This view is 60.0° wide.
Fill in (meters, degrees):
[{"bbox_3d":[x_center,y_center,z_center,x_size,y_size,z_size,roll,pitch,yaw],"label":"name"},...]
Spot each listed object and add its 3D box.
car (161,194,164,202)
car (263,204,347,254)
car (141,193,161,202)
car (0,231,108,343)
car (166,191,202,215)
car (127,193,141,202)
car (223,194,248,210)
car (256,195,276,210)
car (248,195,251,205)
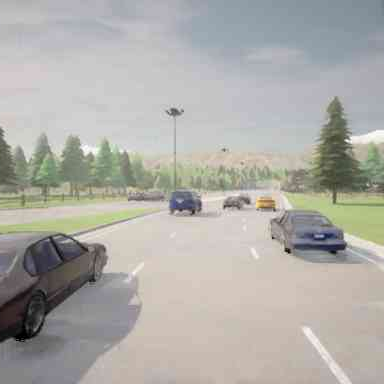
[{"bbox_3d":[-2.758,0.887,54.558,2.128,1.511,4.902,0,1,15],"label":"car"},{"bbox_3d":[4.213,1.401,12.892,2.033,1.411,5.357,0,1,5],"label":"car"},{"bbox_3d":[-6.158,0.864,55.396,1.882,1.535,5.008,0,0,15],"label":"car"},{"bbox_3d":[-3.199,1.476,6.353,2.033,1.411,5.357,0,1,2],"label":"car"},{"bbox_3d":[-0.496,0.890,29.784,2.150,2.045,5.566,0,1,10],"label":"car"},{"bbox_3d":[-9.392,0.936,56.839,1.994,1.385,4.181,0,1,15],"label":"car"},{"bbox_3d":[4.576,1.140,36.516,2.033,1.411,5.357,0,1,14],"label":"car"},{"bbox_3d":[7.829,1.085,35.060,1.882,1.535,5.008,0,0,13],"label":"car"},{"bbox_3d":[7.346,0.996,47.470,1.812,1.442,4.674,0,0,15],"label":"car"}]
